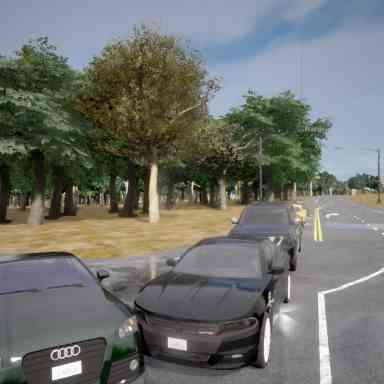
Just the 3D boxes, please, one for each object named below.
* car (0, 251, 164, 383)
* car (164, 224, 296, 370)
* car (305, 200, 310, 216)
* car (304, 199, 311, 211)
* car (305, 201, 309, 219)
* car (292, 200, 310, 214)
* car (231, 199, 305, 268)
[{"bbox_3d":[-2.315,1.643,4.976,1.994,1.385,4.181,1,-2,-33],"label":"car"},{"bbox_3d":[0.730,1.613,6.276,1.882,1.535,5.008,-1,-2,21],"label":"car"},{"bbox_3d":[9.263,1.722,29.588,1.812,1.442,4.674,-1,0,20],"label":"car"},{"bbox_3d":[11.285,1.560,34.965,2.097,1.767,4.553,-1,0,21],"label":"car"},{"bbox_3d":[7.209,1.662,24.081,1.882,1.535,5.008,-1,0,20],"label":"car"},{"bbox_3d":[13.275,1.744,40.177,1.812,1.442,4.674,-1,0,21],"label":"car"},{"bbox_3d":[2.845,1.458,12.419,2.150,2.045,5.566,-2,0,20],"label":"car"}]
